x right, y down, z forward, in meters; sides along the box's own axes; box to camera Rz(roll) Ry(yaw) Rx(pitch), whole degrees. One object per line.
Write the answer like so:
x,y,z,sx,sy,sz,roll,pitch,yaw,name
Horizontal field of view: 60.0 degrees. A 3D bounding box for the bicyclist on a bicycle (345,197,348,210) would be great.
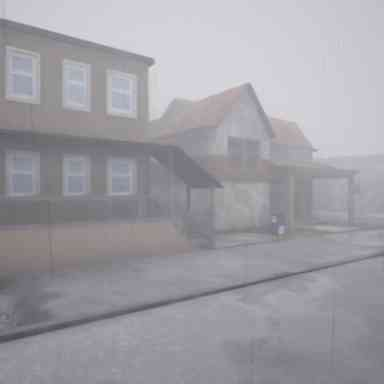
18.779,1.383,39.743,1.656,1.620,0.582,0,0,-35,bicyclist on a bicycle
